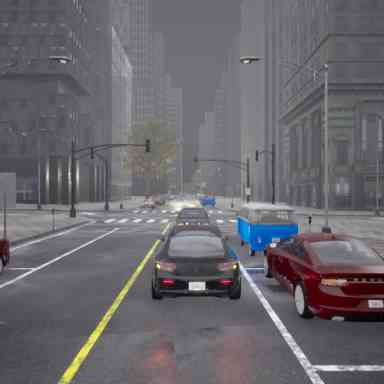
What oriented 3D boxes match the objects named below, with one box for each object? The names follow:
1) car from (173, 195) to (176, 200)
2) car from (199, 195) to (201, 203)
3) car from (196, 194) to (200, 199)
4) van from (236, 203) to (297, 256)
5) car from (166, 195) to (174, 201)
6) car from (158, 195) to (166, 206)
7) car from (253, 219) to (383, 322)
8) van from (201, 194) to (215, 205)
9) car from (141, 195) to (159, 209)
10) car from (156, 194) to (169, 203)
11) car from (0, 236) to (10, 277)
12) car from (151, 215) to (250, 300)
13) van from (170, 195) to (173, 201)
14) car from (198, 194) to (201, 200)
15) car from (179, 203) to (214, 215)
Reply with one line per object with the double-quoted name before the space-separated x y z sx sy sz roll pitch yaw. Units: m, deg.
"car" -6.042 1.639 87.622 1.947 1.339 4.313 0 0 0
"car" 2.585 1.597 56.147 1.947 1.339 4.313 0 0 0
"car" 2.533 1.601 72.387 2.008 1.369 4.403 0 0 0
"van" 2.739 1.343 12.750 1.690 1.788 3.998 0 0 0
"car" -6.058 1.606 92.742 1.752 1.417 4.829 0 0 0
"car" -5.939 1.576 55.889 1.887 1.381 4.507 0 0 0
"car" 2.756 1.546 7.225 1.887 1.381 4.507 0 0 0
"van" 2.603 1.367 50.735 1.690 1.788 3.998 0 0 0
"car" -5.911 1.547 45.139 1.752 1.417 4.829 0 0 0
"car" -5.956 1.352 61.179 2.192 1.841 5.009 0 0 0
"car" -5.799 1.545 7.216 1.887 1.381 4.507 0 0 0
"car" 0.081 1.527 8.277 1.812 1.442 4.674 0 0 0
"van" -6.007 1.398 77.045 1.690 1.788 3.998 0 0 0
"car" 2.567 1.582 61.561 1.887 1.381 4.507 0 0 0
"car" 0.044 1.551 17.871 2.033 1.411 5.357 0 0 0
